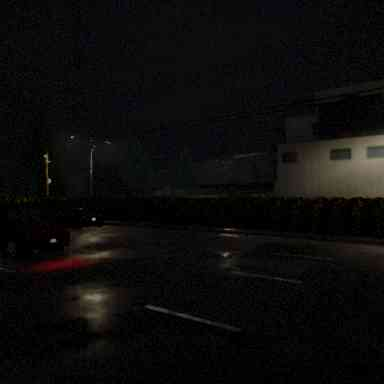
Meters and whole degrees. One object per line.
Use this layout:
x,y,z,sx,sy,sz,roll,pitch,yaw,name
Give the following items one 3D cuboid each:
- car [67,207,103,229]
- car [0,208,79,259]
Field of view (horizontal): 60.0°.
-7.952,1.736,22.561,4.181,1.385,1.994,-1,0,35,car
-6.929,1.595,13.233,5.008,1.535,1.882,-1,0,35,car
